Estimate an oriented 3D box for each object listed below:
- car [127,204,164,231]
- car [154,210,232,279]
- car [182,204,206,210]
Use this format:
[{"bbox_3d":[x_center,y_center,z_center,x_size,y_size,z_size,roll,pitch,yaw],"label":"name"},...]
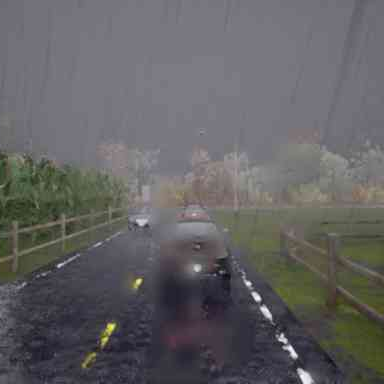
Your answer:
[{"bbox_3d":[-2.786,1.546,20.961,2.128,1.511,4.902,0,0,0],"label":"car"},{"bbox_3d":[0.108,1.532,10.157,1.837,1.490,4.892,0,0,0],"label":"car"},{"bbox_3d":[0.160,1.632,26.504,1.994,1.385,4.181,0,0,0],"label":"car"}]
